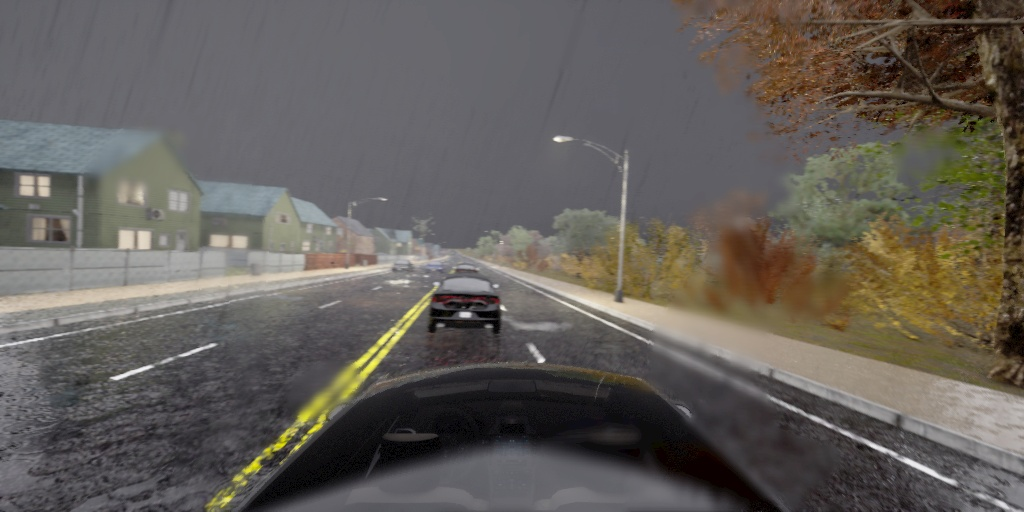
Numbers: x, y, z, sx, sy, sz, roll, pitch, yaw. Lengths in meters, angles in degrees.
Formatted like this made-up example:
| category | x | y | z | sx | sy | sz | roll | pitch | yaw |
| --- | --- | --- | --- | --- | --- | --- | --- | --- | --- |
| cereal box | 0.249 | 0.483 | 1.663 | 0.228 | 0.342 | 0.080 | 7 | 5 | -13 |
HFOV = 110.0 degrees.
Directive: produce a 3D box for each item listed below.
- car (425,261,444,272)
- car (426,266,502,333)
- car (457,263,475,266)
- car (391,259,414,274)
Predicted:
| category | x | y | z | sx | sy | sz | roll | pitch | yaw |
| --- | --- | --- | --- | --- | --- | --- | --- | --- | --- |
| car | -8.773 | 1.259 | 41.135 | 1.812 | 1.442 | 4.674 | 3 | -1 | -7 |
| car | -1.417 | 1.259 | 11.002 | 1.882 | 1.535 | 5.008 | 3 | -1 | -7 |
| car | -3.750 | 1.332 | 29.077 | 1.882 | 1.535 | 5.008 | 3 | -1 | -7 |
| car | -11.749 | 1.098 | 38.800 | 1.812 | 1.442 | 4.674 | 3 | -1 | -7 |
